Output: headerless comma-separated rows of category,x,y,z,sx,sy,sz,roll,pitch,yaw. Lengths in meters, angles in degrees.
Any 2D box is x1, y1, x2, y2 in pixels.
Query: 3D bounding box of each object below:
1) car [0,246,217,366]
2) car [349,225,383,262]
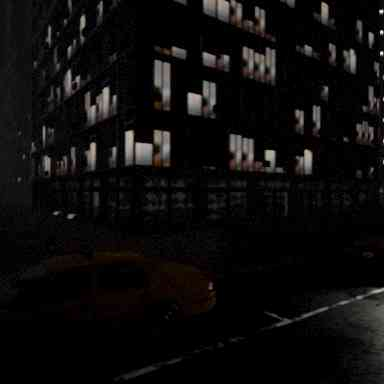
car,-1.853,1.535,4.959,4.829,1.417,1.752,0,0,-35
car,7.317,1.610,11.548,4.829,1.417,1.752,0,0,-36
